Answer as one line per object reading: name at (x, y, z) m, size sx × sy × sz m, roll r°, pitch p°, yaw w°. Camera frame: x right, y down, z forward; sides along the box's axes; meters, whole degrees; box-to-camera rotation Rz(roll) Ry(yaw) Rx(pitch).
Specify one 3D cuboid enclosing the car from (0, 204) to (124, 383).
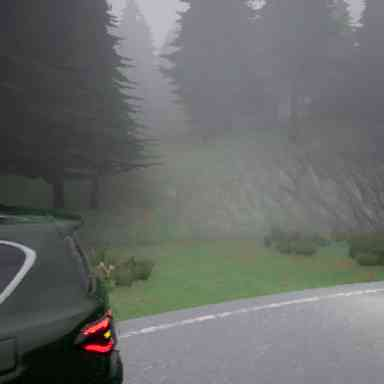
car at (-3.074, 1.120, 1.501) m, size 5.566 × 2.045 × 2.150 m, roll 0°, pitch 2°, yaw -37°
